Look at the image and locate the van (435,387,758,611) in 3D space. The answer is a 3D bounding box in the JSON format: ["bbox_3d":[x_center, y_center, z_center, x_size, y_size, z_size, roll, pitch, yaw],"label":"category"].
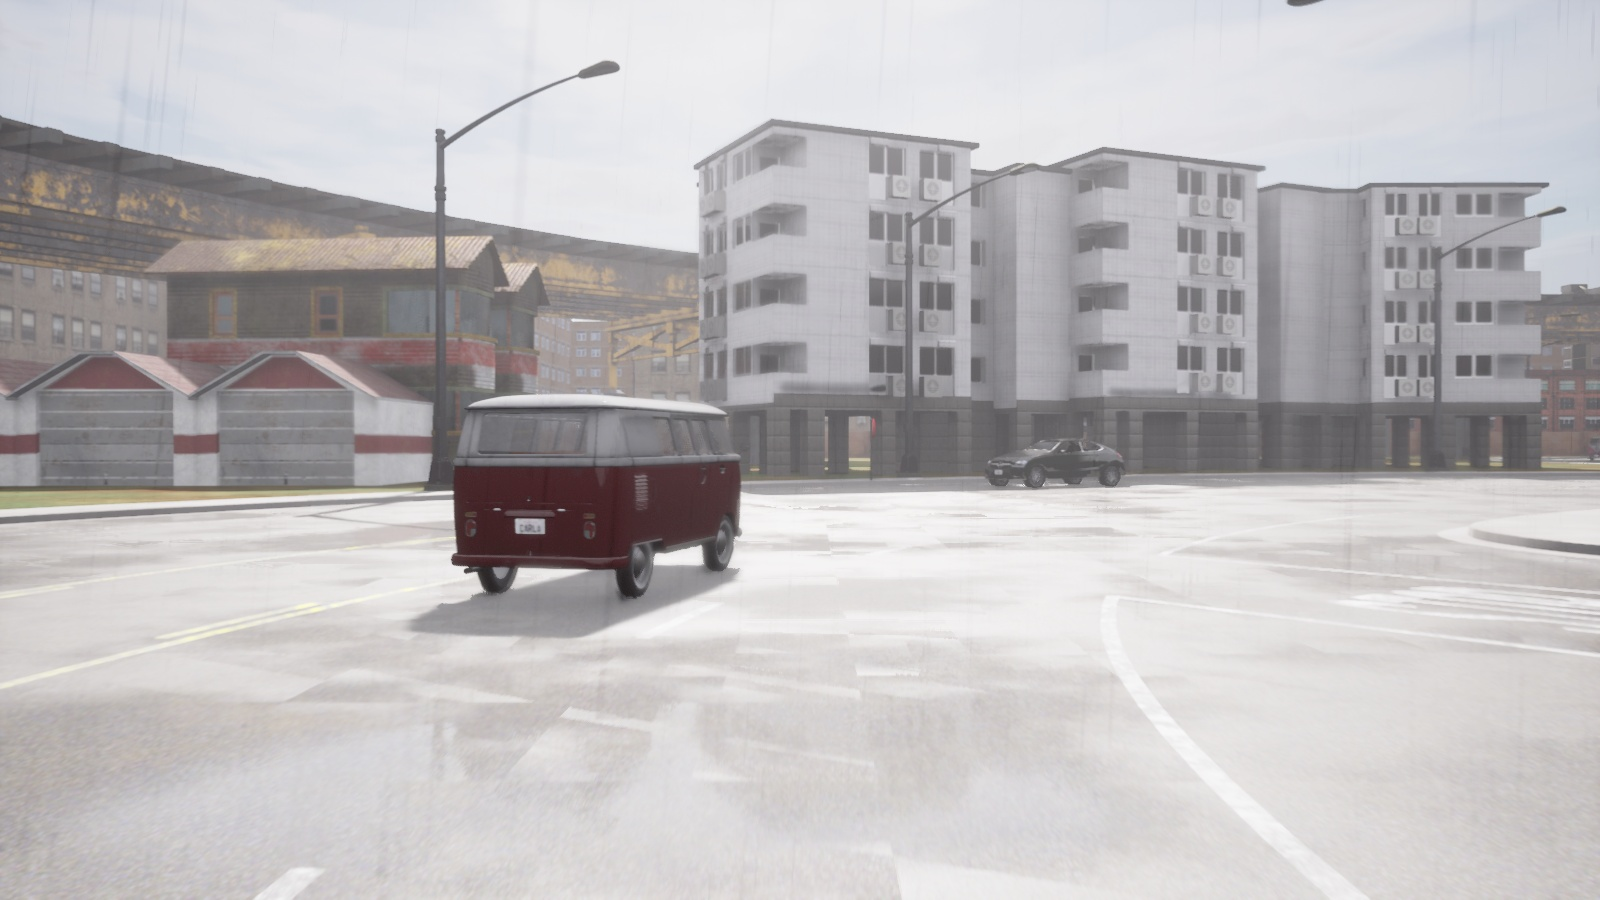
[{"bbox_3d":[-1.940,0.421,13.499,1.775,1.987,4.442,0,0,15],"label":"van"}]

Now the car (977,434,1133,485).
[{"bbox_3d":[8.674,0.292,42.645,5.027,1.651,2.152,0,0,-30],"label":"car"}]
